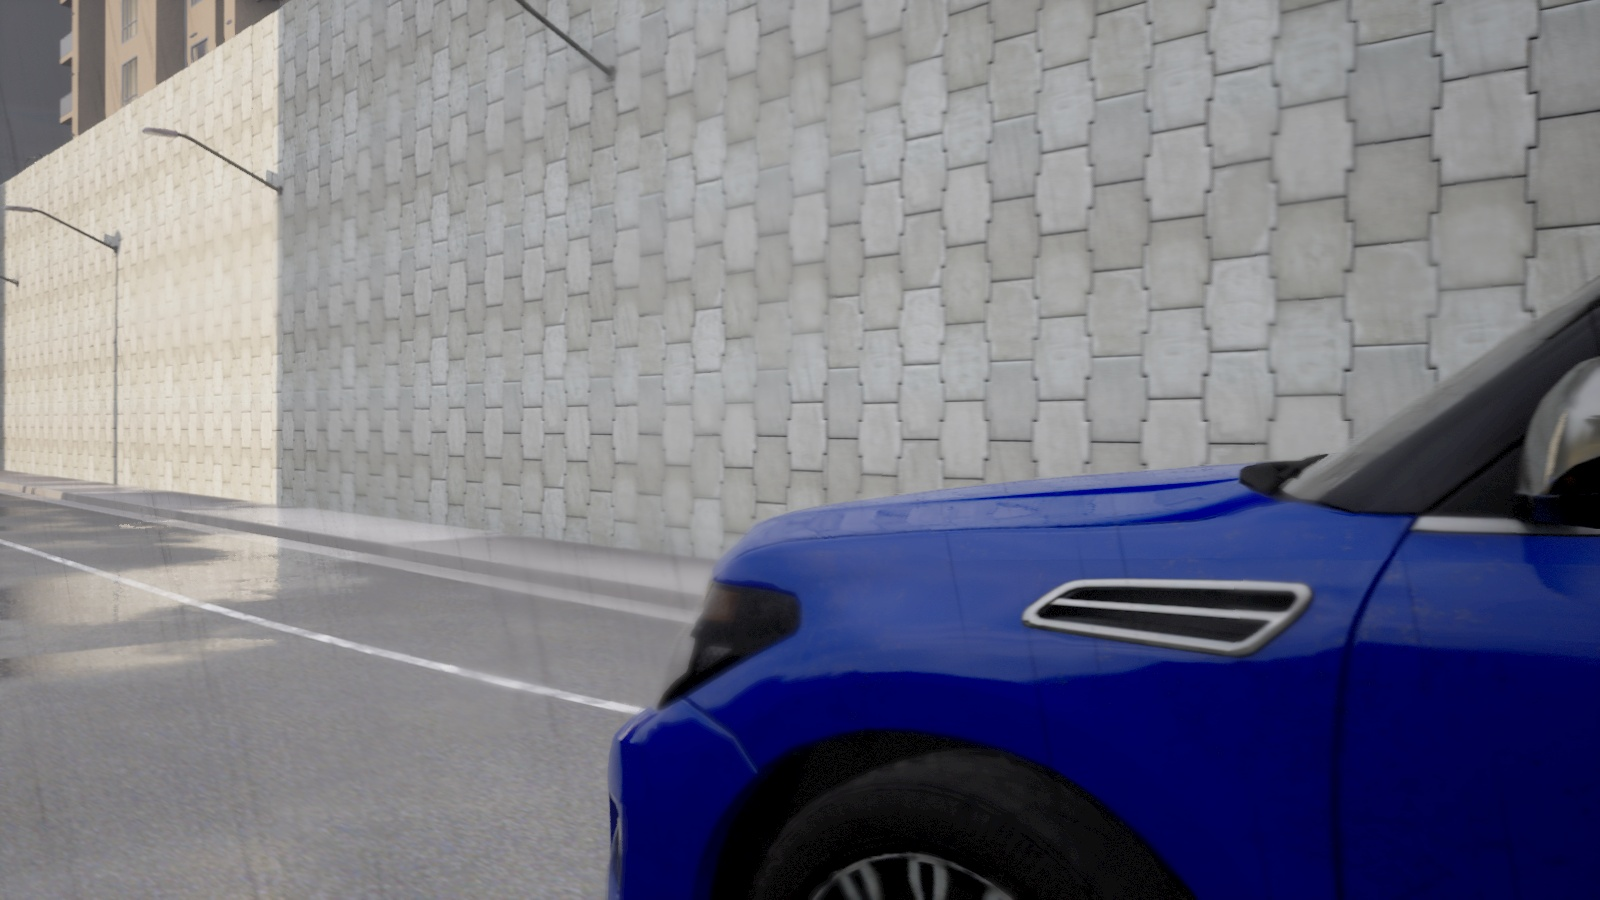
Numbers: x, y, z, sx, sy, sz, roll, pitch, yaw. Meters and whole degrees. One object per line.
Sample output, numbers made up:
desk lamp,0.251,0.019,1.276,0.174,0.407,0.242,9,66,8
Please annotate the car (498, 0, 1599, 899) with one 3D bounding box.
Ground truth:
car,2.303,0.404,2.036,5.566,2.045,2.150,0,1,33
